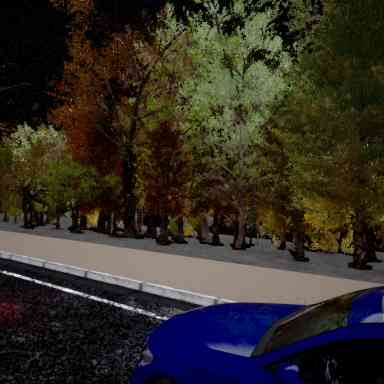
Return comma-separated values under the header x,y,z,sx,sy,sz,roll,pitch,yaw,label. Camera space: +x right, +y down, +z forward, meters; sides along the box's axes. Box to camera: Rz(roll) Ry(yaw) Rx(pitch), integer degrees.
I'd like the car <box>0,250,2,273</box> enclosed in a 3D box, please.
x,y,z,sx,sy,sz,roll,pitch,yaw,label
-6.723,1.503,8.504,4.892,1.490,1.837,0,0,36,car

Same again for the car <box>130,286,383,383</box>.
x,y,z,sx,sy,sz,roll,pitch,yaw,label
1.598,1.526,2.544,4.674,1.442,1.812,0,0,36,car
